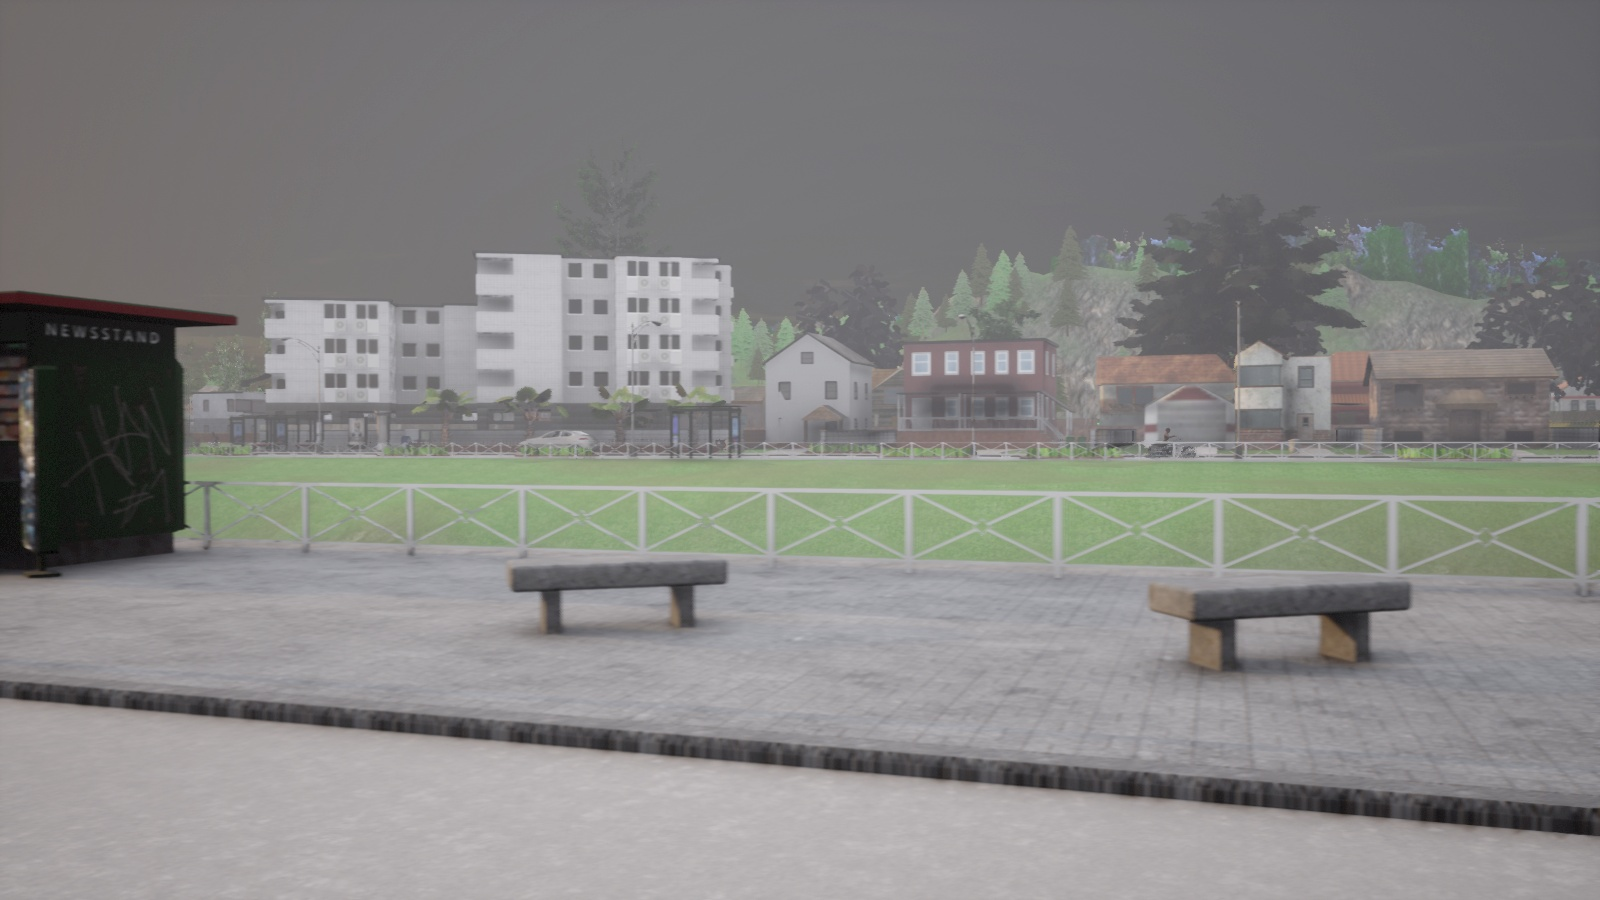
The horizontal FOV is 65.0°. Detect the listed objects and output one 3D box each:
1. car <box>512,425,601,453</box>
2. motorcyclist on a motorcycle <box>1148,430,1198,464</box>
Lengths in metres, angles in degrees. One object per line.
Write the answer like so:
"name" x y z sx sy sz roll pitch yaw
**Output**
"car" -15.147 -0.703 78.132 5.027 1.651 2.152 1 1 19
"motorcyclist on a motorcycle" 18.564 -0.155 62.564 2.350 1.649 0.766 1 1 19
